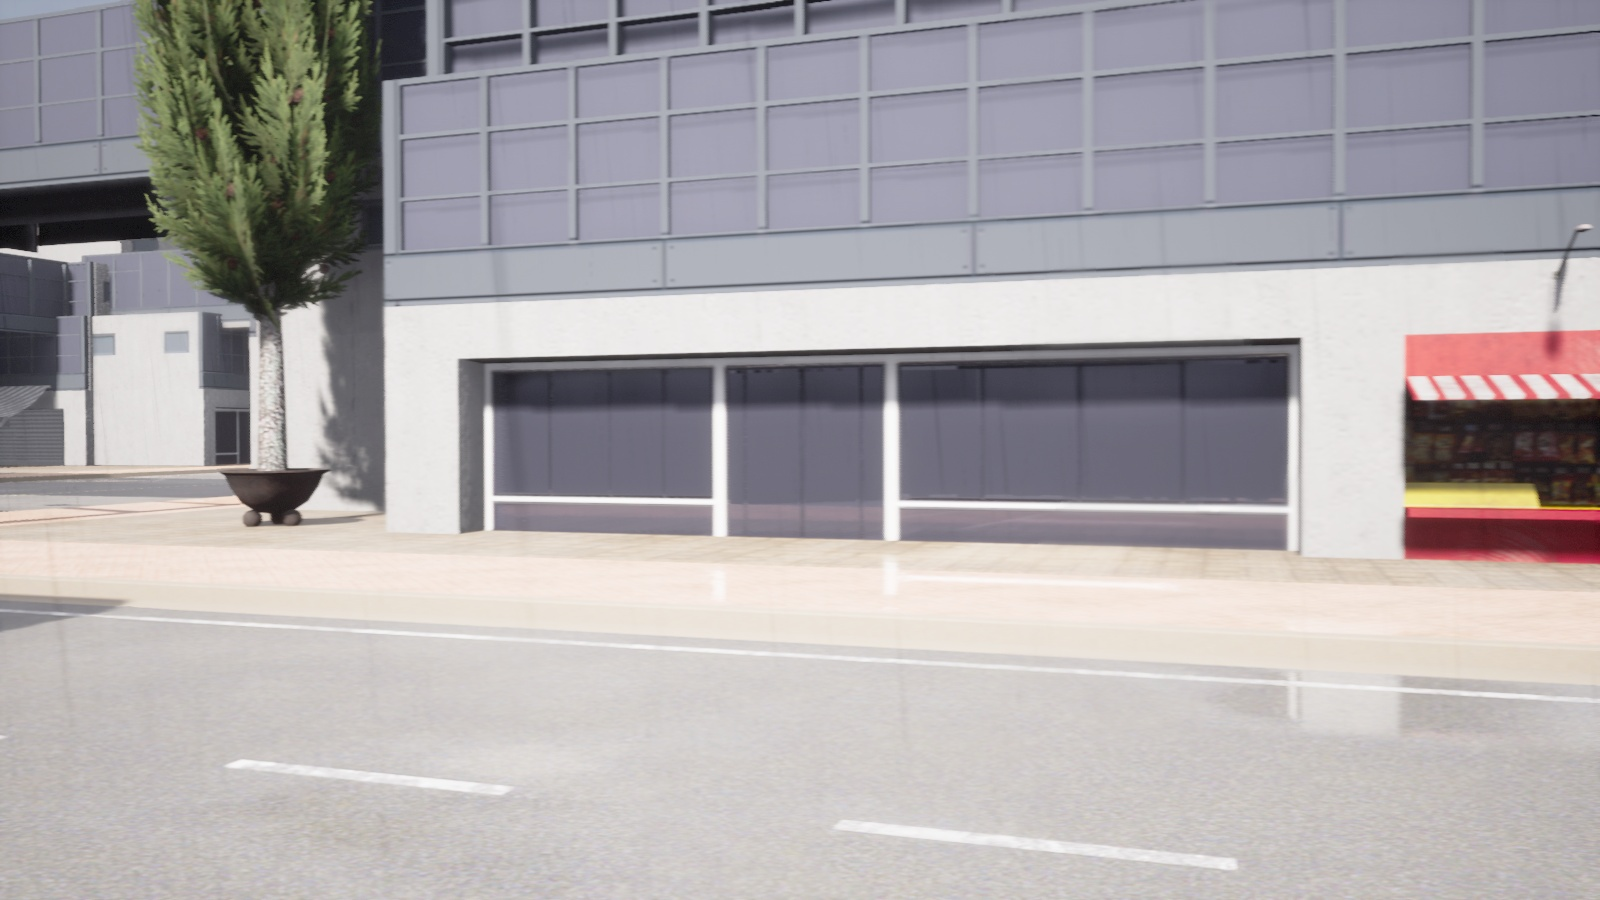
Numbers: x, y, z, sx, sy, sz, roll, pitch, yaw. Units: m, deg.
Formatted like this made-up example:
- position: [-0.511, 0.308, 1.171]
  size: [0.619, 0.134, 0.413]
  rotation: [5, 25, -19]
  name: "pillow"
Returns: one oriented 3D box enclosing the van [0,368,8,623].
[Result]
- position: [-8.842, 0.359, 9.851]
  size: [4.480, 2.038, 2.069]
  rotation: [1, 1, 18]
  name: "van"
